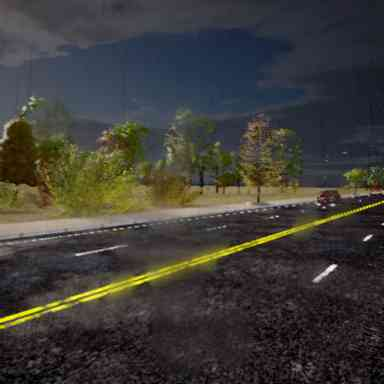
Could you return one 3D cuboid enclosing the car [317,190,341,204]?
[{"bbox_3d":[17.652,0.533,42.688,2.097,1.767,4.553,2,2,36],"label":"car"}]
